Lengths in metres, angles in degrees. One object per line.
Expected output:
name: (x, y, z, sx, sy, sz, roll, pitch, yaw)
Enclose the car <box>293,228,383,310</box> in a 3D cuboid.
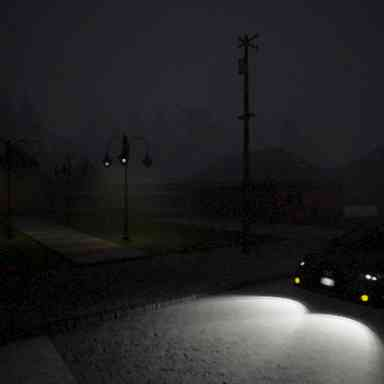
car: (4.256, 1.554, 7.601, 4.181, 1.385, 1.994, 0, 0, -35)
